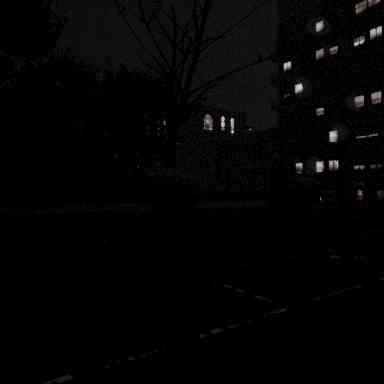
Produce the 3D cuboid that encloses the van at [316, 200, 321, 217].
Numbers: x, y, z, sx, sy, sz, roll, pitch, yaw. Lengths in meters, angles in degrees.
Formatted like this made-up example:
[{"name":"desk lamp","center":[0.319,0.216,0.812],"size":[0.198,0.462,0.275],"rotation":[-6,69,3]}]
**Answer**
[{"name":"van","center":[10.568,1.644,32.574],"size":[1.690,1.788,3.998],"rotation":[-1,0,-36]}]
